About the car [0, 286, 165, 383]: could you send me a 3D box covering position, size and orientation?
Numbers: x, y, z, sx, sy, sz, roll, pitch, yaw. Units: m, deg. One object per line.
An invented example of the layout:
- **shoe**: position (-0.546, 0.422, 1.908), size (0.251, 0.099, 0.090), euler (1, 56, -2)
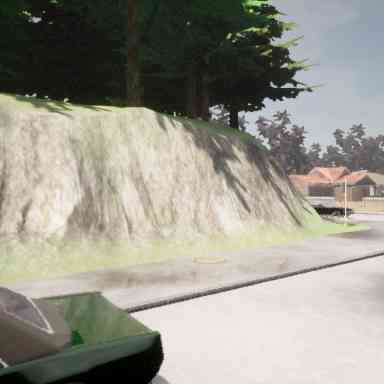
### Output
- **car**: position (-2.686, 1.601, 2.688), size (4.718, 1.301, 1.895), euler (0, 0, -36)

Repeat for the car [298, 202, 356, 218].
- **car**: position (12.178, 1.601, 30.173), size (1.895, 1.301, 4.718), euler (0, 0, -36)
